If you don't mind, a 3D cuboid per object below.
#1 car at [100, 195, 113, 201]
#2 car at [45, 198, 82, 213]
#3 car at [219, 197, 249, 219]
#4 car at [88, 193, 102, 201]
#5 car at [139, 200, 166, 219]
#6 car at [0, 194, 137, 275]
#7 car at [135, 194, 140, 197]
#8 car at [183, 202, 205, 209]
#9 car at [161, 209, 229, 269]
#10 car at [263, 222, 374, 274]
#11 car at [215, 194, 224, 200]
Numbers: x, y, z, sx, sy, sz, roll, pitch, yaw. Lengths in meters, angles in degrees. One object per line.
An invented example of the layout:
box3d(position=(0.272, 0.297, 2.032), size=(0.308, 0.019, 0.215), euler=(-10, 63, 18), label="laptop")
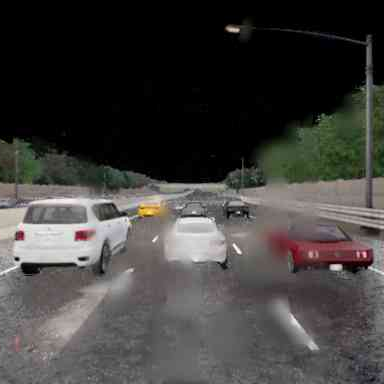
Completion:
box3d(position=(-20.384, 1.444, 79.834), size=(1.994, 1.385, 4.181), euler=(0, 0, 1), label="car")
box3d(position=(-13.951, 1.450, 36.519), size=(2.128, 1.511, 4.902), euler=(0, 0, 1), label="car")
box3d(position=(3.675, 1.446, 28.593), size=(1.882, 1.535, 5.008), euler=(0, 0, 0), label="car")
box3d(position=(-23.277, 1.246, 79.910), size=(2.097, 1.767, 4.553), euler=(0, 0, -2), label="car")
box3d(position=(-3.326, 1.445, 28.604), size=(1.882, 1.535, 5.008), euler=(0, 0, 0), label="car")
box3d(position=(-3.392, 1.208, 10.556), size=(2.150, 2.045, 5.566), euler=(0, 0, 0), label="car")
box3d(position=(-13.417, 1.269, 77.651), size=(2.128, 1.511, 4.902), euler=(0, 0, 1), label="car")
box3d(position=(0.170, 1.533, 27.664), size=(1.994, 1.385, 4.181), euler=(0, 0, 0), label="car")
box3d(position=(0.110, 1.513, 11.022), size=(1.812, 1.442, 4.674), euler=(0, 0, 0), label="car")
box3d(position=(3.608, 1.589, 10.527), size=(1.895, 1.301, 4.718), euler=(0, 0, 0), label="car")
box3d(position=(7.653, 1.279, 90.340), size=(2.128, 1.511, 4.902), euler=(0, 0, 3), label="car")
